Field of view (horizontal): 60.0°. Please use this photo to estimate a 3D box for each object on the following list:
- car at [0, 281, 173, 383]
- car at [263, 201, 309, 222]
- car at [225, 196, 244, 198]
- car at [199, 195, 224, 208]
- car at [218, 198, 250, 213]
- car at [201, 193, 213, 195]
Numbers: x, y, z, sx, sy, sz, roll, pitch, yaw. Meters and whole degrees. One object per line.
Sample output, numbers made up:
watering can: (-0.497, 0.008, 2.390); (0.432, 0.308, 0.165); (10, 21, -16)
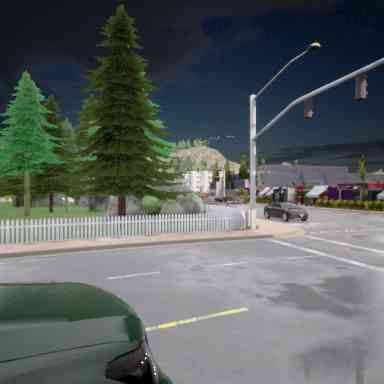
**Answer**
car: (-2.786, 1.221, 1.648); (5.566, 2.045, 2.150); (0, 0, -36)
car: (7.652, 1.560, 27.462); (1.837, 1.490, 4.892); (0, 0, -16)
car: (8.582, 1.547, 62.284); (2.128, 1.511, 4.902); (0, 0, -16)
car: (2.270, 1.559, 45.815); (1.837, 1.490, 4.892); (0, 0, -16)
car: (4.884, 1.656, 36.895); (1.895, 1.301, 4.718); (0, 0, -16)
car: (2.806, 1.277, 69.592); (2.150, 2.045, 5.566); (0, 0, -17)
